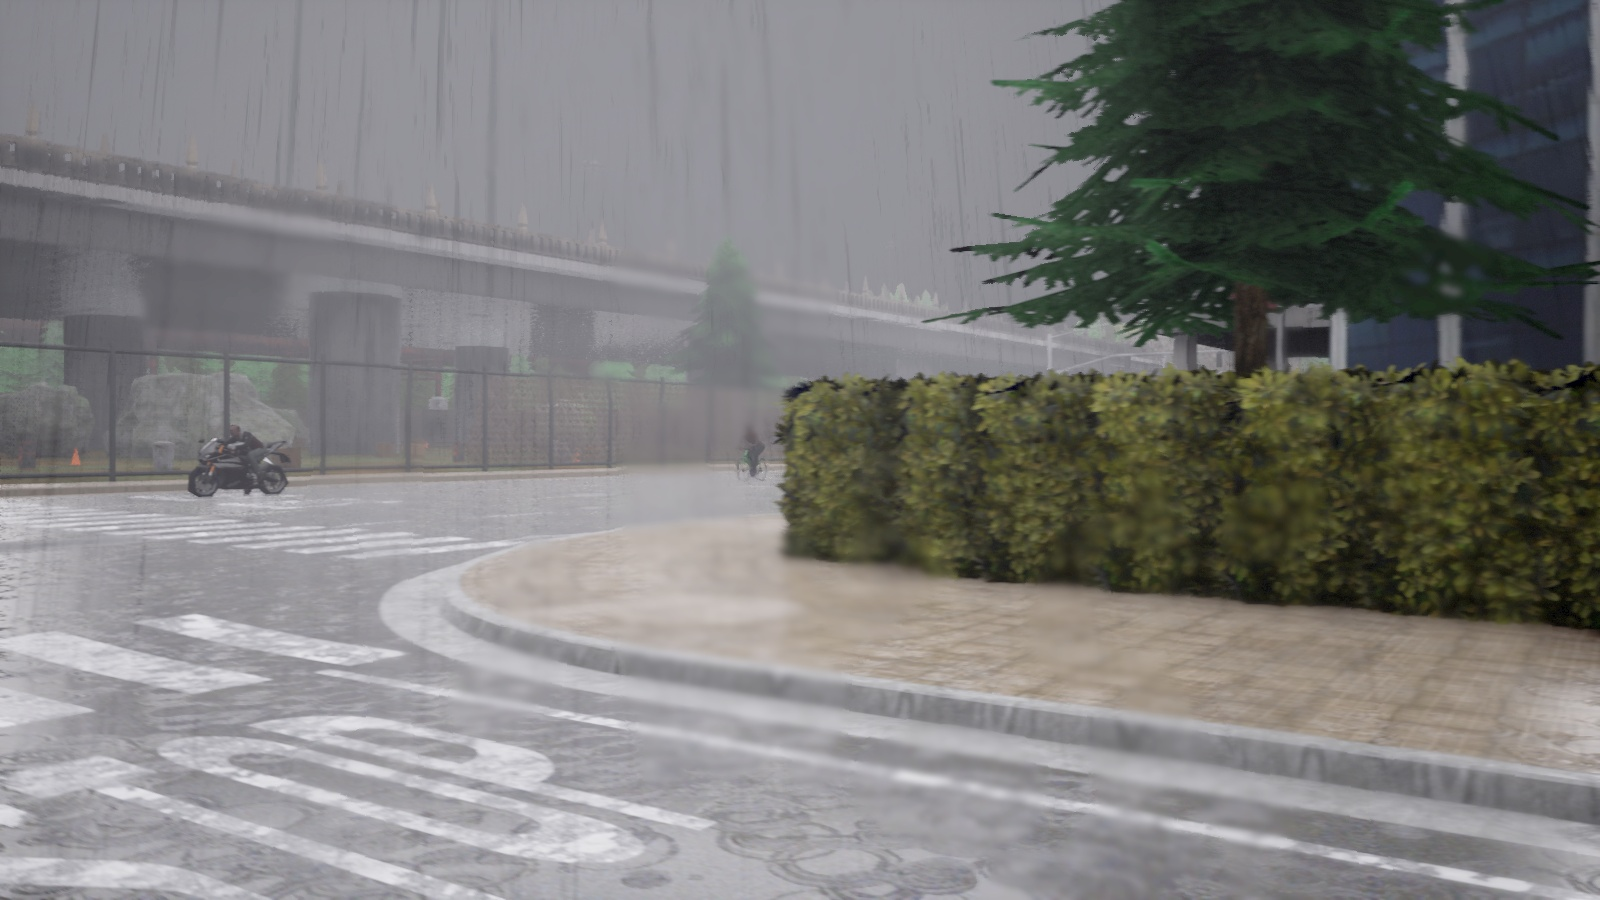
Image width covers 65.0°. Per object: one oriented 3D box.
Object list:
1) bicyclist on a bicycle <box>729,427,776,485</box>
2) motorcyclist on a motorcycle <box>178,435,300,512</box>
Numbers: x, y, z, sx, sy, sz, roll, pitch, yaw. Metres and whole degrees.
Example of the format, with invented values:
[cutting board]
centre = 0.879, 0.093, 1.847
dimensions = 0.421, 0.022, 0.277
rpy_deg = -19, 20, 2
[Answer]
[bicyclist on a bicycle]
centre = -1.347, 0.149, 36.024
dimensions = 0.582, 1.620, 1.656
rpy_deg = -1, 1, 27
[motorcyclist on a motorcycle]
centre = -11.708, 0.458, 26.280
dimensions = 0.866, 1.530, 2.191
rpy_deg = 0, 1, 34
